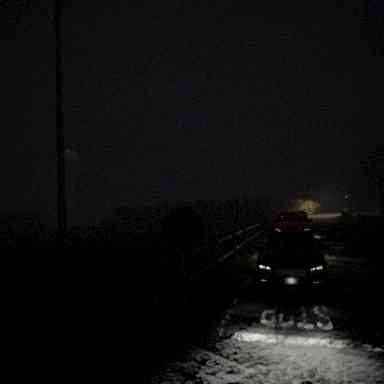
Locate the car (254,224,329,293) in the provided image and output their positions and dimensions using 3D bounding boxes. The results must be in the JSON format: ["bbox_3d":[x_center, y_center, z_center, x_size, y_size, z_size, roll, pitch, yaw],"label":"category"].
[{"bbox_3d":[3.109,2.003,10.437,2.128,1.511,4.902,-3,-3,17],"label":"car"}]

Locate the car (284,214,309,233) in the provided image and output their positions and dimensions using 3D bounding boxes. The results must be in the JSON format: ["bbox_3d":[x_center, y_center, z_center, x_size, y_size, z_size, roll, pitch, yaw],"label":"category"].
[{"bbox_3d":[10.088,2.975,31.876,2.128,1.511,4.902,-3,-3,19],"label":"car"}]

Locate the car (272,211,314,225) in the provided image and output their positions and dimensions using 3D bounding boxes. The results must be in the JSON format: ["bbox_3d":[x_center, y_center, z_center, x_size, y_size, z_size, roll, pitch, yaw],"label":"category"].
[{"bbox_3d":[6.416,2.223,21.080,2.150,2.045,5.566,-3,-4,18],"label":"car"}]
